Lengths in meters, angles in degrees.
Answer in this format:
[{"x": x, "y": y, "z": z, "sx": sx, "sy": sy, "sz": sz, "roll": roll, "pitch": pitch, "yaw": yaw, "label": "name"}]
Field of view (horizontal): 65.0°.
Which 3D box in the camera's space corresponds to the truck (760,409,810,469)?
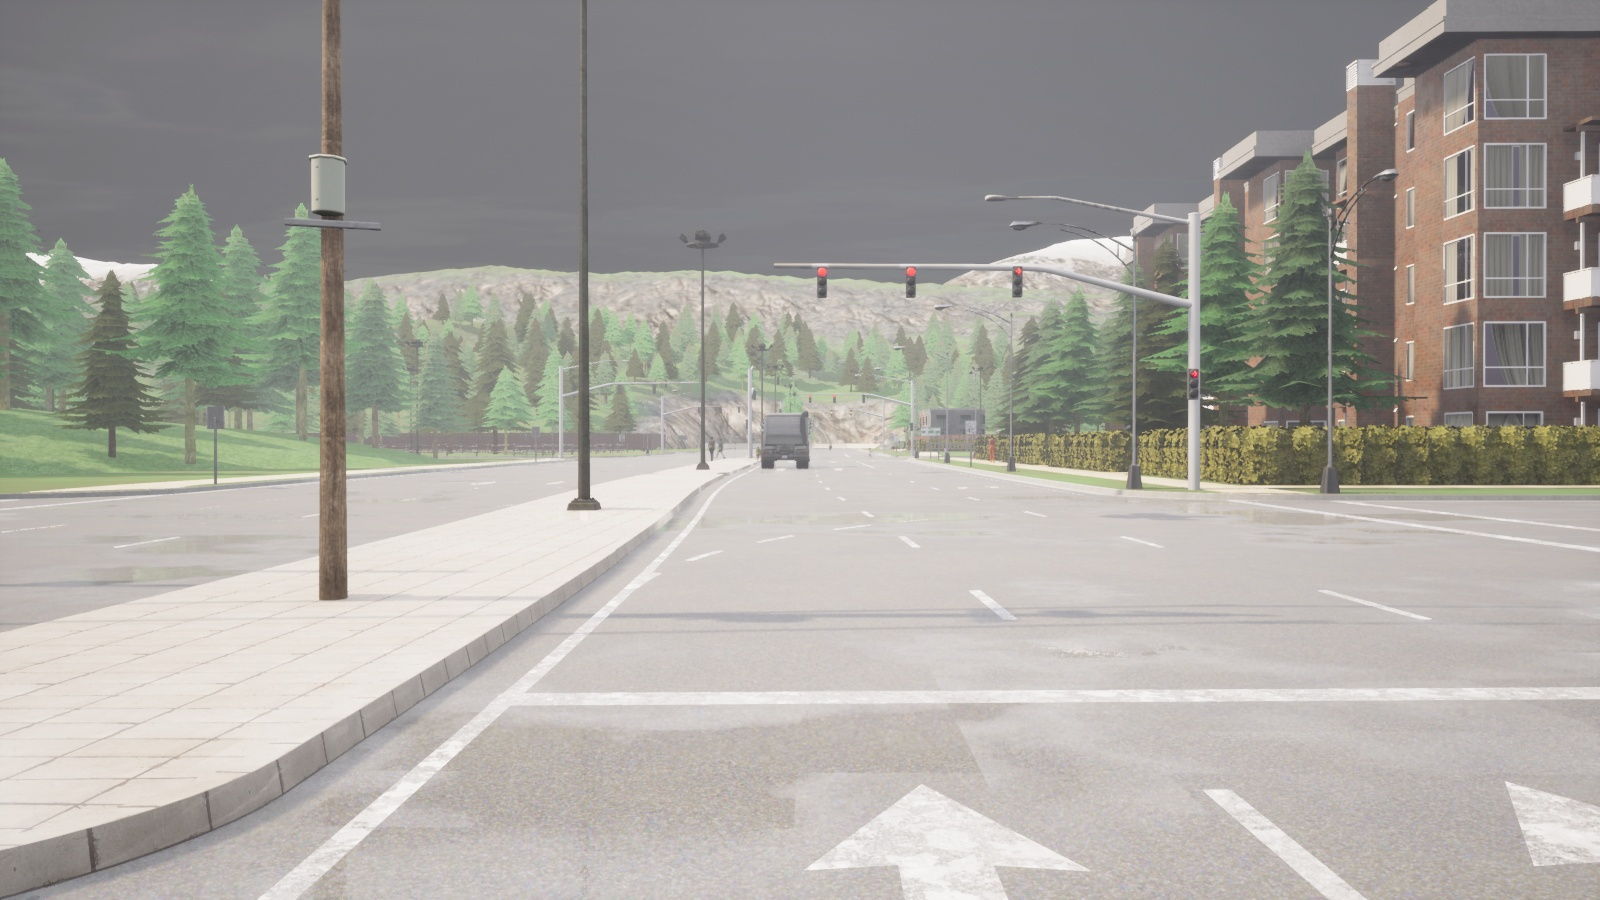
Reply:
[{"x": -0.851, "y": -0.665, "z": 76.027, "sx": 2.891, "sy": 3.462, "sz": 7.936, "roll": 0, "pitch": 0, "yaw": 0, "label": "truck"}]
